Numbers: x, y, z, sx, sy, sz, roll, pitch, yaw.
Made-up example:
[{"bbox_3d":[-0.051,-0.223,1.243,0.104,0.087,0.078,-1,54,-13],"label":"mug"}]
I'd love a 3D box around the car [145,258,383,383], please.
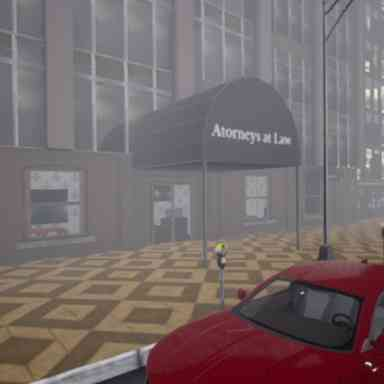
[{"bbox_3d":[1.601,1.539,3.766,4.507,1.381,1.887,0,0,-37],"label":"car"}]
